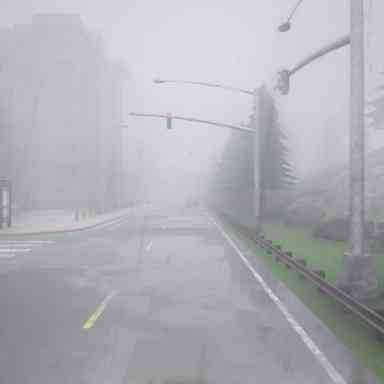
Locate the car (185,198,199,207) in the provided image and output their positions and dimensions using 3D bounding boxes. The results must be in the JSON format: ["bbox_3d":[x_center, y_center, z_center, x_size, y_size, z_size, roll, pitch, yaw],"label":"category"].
[{"bbox_3d":[-0.013,1.564,50.635,1.994,1.385,4.181,0,0,0],"label":"car"}]
